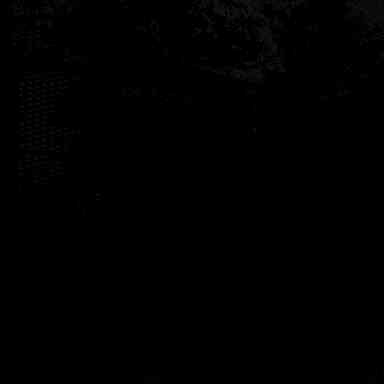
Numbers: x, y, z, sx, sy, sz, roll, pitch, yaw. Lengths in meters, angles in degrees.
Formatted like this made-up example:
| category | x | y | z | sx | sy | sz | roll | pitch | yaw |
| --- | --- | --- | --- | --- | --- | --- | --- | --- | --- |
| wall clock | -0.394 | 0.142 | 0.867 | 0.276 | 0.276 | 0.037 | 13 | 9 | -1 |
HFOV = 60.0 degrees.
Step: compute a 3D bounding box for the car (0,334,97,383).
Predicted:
| category | x | y | z | sx | sy | sz | roll | pitch | yaw |
| --- | --- | --- | --- | --- | --- | --- | --- | --- | --- |
| car | -2.876 | 1.548 | 1.031 | 5.357 | 1.411 | 2.033 | 0 | 0 | -35 |
